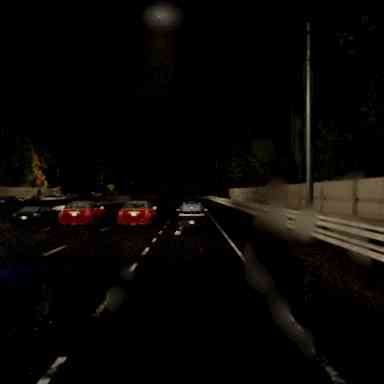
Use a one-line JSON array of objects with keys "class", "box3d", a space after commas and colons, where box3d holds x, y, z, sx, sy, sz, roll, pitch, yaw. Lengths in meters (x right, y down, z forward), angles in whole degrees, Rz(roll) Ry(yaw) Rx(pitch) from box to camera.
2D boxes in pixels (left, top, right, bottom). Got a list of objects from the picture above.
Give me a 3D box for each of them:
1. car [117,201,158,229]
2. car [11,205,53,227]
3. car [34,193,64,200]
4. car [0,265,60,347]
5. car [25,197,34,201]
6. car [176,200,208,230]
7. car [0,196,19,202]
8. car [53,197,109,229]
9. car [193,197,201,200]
[{"class": "car", "box3d": [-3.416, 1.358, 21.669, 2.097, 1.767, 4.553, 0, 0, 0]}, {"class": "car", "box3d": [-10.412, 1.564, 22.627, 1.994, 1.385, 4.181, 0, 0, 0]}, {"class": "car", "box3d": [-21.075, 1.250, 50.299, 2.150, 2.045, 5.566, 0, 0, 1]}, {"class": "car", "box3d": [-3.401, 1.599, 4.154, 1.895, 1.301, 4.718, 0, 0, 0]}, {"class": "car", "box3d": [-24.570, 1.509, 52.214, 1.882, 1.535, 5.008, 0, 0, 1]}, {"class": "car", "box3d": [-0.014, 1.500, 21.205, 2.128, 1.511, 4.902, 0, 0, 0]}, {"class": "car", "box3d": [-28.075, 1.375, 50.118, 2.097, 1.767, 4.553, 0, 0, 1]}, {"class": "car", "box3d": [-6.914, 1.354, 21.641, 2.097, 1.767, 4.553, 0, 0, 0]}, {"class": "car", "box3d": [-0.023, 1.587, 35.836, 1.994, 1.385, 4.181, 0, 0, 0]}]
